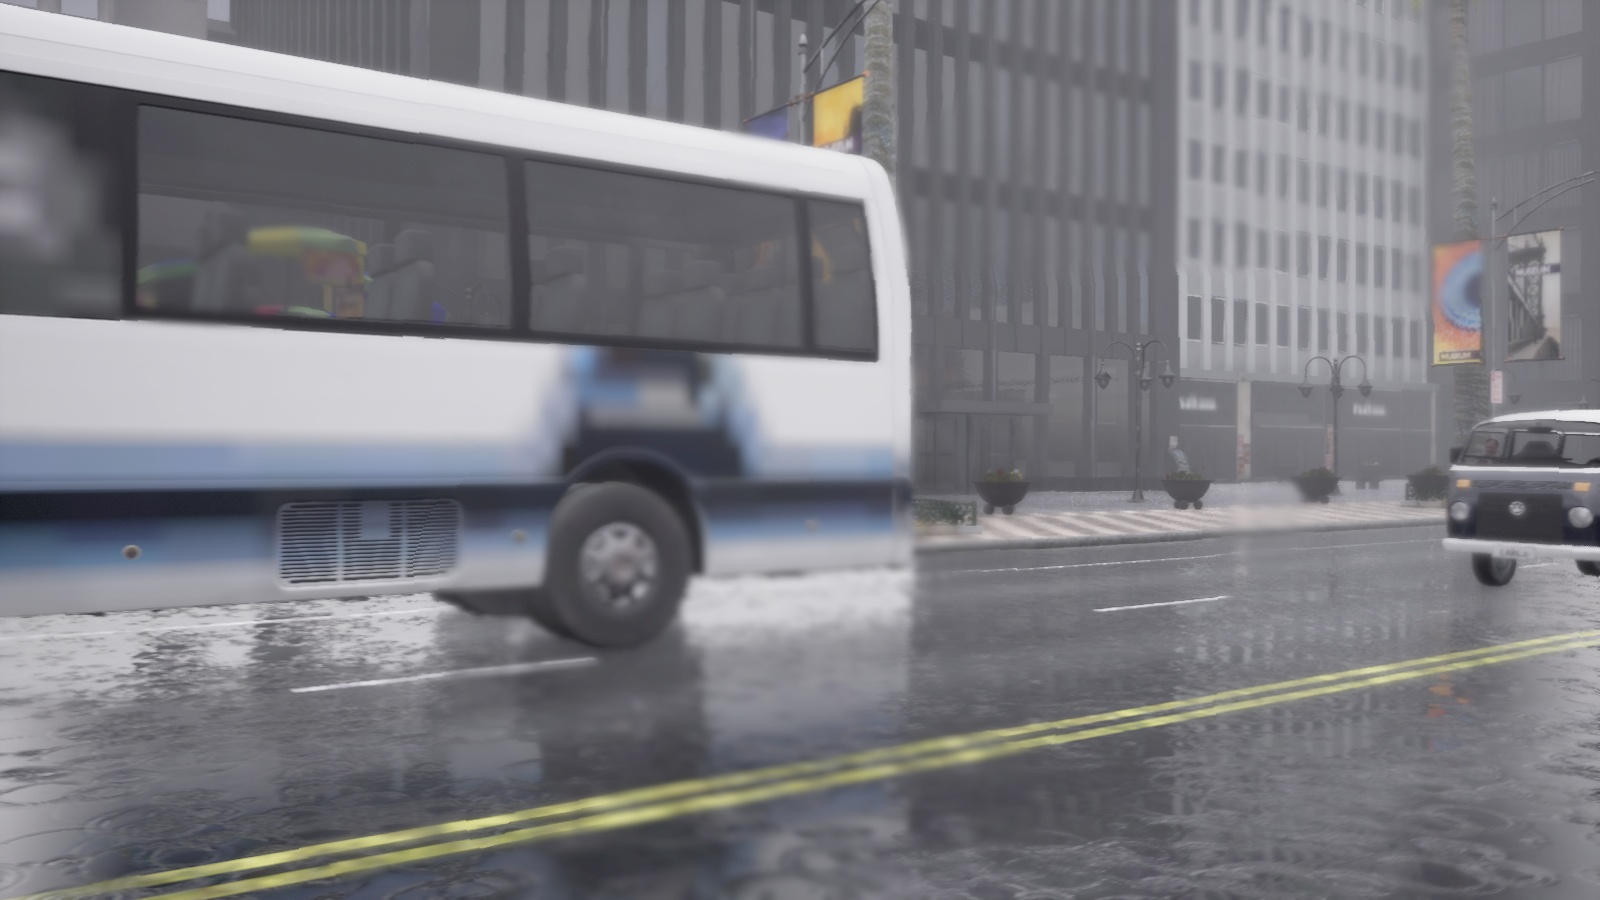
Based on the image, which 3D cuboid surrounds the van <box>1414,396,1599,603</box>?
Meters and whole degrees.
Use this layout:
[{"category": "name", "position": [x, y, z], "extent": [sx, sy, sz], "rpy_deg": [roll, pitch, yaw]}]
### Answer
[{"category": "van", "position": [9.243, 0.512, 14.349], "extent": [4.480, 2.038, 2.069], "rpy_deg": [1, -1, -35]}]

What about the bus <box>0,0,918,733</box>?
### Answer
[{"category": "bus", "position": [-4.359, -0.588, 9.154], "extent": [10.273, 4.253, 3.944], "rpy_deg": [0, 0, -35]}]
